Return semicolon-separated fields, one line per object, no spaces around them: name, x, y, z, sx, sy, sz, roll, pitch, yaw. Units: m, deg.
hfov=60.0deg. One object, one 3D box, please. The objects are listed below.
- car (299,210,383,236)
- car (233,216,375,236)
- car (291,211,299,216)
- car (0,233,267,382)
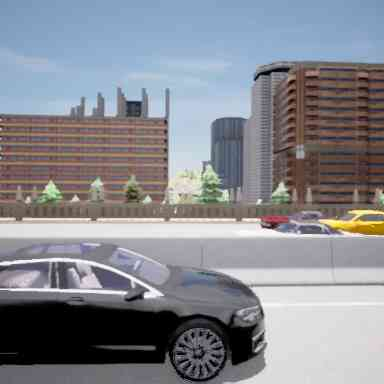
car;8.129;1.643;16.057;5.008;1.535;1.882;0;0;-4
car;3.814;1.709;12.284;4.718;1.301;1.895;0;0;-4
car;6.433;1.776;19.457;4.718;1.301;1.895;0;0;-4
car;-1.443;1.510;4.750;4.902;1.511;2.128;1;0;-4
